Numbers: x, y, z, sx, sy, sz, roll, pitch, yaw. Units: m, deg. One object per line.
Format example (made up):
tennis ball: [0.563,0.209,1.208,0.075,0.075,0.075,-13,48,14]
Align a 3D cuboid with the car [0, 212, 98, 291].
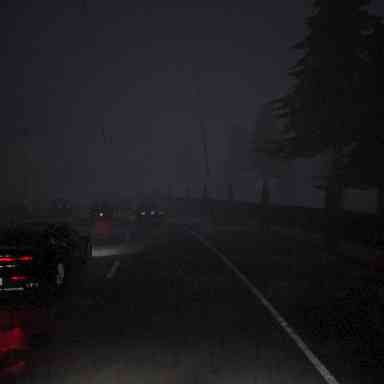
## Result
car: [-4.034,1.507,8.913,1.837,1.490,4.892,0,0,-5]

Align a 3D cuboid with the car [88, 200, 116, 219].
car: [-7.789,1.498,28.491,1.837,1.490,4.892,0,0,-16]

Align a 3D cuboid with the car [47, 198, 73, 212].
car: [-12.537,1.354,31.847,2.097,1.767,4.553,0,0,-18]

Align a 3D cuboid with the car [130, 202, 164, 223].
car: [-3.401,1.532,25.874,2.033,1.411,5.357,0,0,-14]

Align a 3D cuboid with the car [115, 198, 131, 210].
car: [-8.901,1.462,41.903,1.882,1.535,5.008,0,0,-23]
